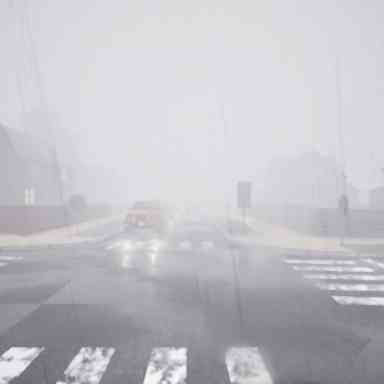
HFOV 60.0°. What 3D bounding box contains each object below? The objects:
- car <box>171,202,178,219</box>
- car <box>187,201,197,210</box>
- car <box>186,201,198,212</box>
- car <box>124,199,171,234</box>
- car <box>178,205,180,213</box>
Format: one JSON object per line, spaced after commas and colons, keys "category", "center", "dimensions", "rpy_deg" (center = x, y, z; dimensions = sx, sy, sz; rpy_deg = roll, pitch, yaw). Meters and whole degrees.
{"category": "car", "center": [-2.833, 1.844, 34.569], "dimensions": [2.097, 1.767, 4.553], "rpy_deg": [0, -1, 0]}
{"category": "car", "center": [0.019, 2.552, 63.300], "dimensions": [1.837, 1.490, 4.892], "rpy_deg": [0, -1, 0]}
{"category": "car", "center": [0.017, 2.406, 53.292], "dimensions": [1.994, 1.385, 4.181], "rpy_deg": [0, -1, 0]}
{"category": "car", "center": [-2.858, 1.511, 21.618], "dimensions": [2.150, 2.045, 5.566], "rpy_deg": [0, -1, 1]}
{"category": "car", "center": [-2.805, 2.239, 48.505], "dimensions": [2.128, 1.511, 4.902], "rpy_deg": [0, -1, 0]}
